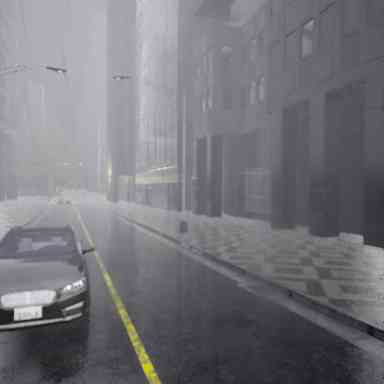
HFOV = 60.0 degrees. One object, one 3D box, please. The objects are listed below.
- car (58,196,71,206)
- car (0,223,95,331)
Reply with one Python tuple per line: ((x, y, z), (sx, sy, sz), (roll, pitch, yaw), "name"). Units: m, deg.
((-20.727, 1.410, 54.118), (2.128, 1.511, 4.902), (0, 0, -20), "car")
((-3.228, 1.487, 7.115), (2.128, 1.511, 4.902), (0, 0, -20), "car")
